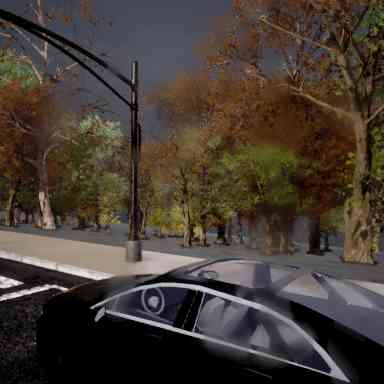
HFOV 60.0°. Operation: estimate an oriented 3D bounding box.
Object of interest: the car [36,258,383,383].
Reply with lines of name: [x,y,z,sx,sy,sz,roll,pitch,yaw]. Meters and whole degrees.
car: [0.229,1.491,3.513,4.902,1.511,2.128,0,0,37]
